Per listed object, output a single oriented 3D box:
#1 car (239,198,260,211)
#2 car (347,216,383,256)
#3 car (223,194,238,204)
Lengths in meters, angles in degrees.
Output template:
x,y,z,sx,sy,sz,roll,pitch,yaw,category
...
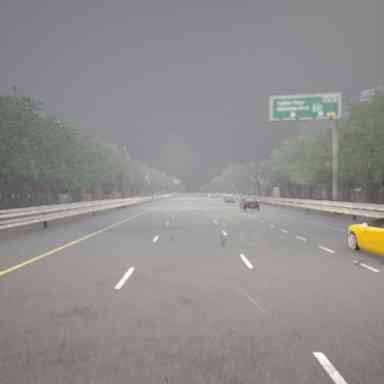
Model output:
x,y,z,sx,sy,sz,roll,pitch,yaw,category
7.065,1.452,41.229,1.882,1.535,5.008,0,0,0,car
7.008,1.474,11.036,1.882,1.535,5.008,0,0,0,car
7.106,1.508,64.476,2.033,1.411,5.357,0,0,0,car
